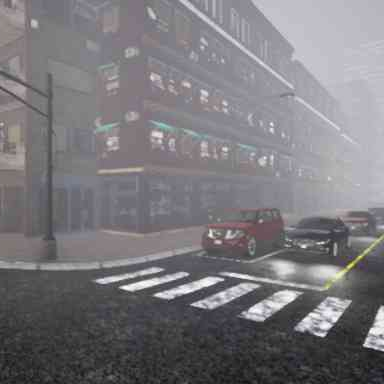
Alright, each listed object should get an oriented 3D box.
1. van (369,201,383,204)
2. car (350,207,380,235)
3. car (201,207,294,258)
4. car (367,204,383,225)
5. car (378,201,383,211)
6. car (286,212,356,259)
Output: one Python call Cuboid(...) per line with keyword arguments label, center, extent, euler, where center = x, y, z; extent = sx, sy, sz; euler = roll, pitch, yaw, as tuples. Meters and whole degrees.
Cuboid(label="van", center=(28.445, 2.452, 51.669), extent=(1.690, 1.788, 3.998), euler=(-1, -2, 35))
Cuboid(label="car", center=(11.314, 2.011, 22.591), extent=(1.812, 1.442, 4.674), euler=(0, -1, 35))
Cuboid(label="car", center=(2.401, 1.590, 14.397), extent=(2.192, 1.841, 5.009), euler=(-1, -2, 35))
Cuboid(label="car", center=(17.260, 2.181, 31.088), extent=(1.837, 1.490, 4.892), euler=(0, -1, 35))
Cuboid(label="car", center=(38.211, 2.744, 65.648), extent=(2.192, 1.841, 5.009), euler=(-1, -2, 35))
Cuboid(label="car", center=(5.488, 1.805, 14.267), extent=(1.837, 1.490, 4.892), euler=(0, -1, 35))
